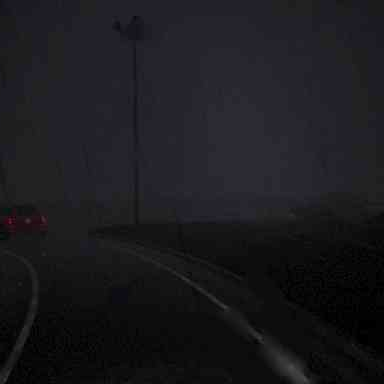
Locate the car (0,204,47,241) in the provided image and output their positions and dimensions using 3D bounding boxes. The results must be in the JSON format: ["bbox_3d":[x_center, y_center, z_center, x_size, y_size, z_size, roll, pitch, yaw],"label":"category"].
[{"bbox_3d":[-9.596,1.439,17.509,4.553,1.767,2.097,-1,0,39],"label":"car"}]

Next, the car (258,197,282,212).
[{"bbox_3d":[10.510,1.437,37.146,5.357,1.411,2.033,-1,0,-18],"label":"car"}]

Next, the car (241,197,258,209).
[{"bbox_3d":[8.912,1.395,43.976,4.902,1.511,2.128,-1,0,-18],"label":"car"}]

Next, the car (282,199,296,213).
[{"bbox_3d":[11.943,1.403,33.928,4.674,1.442,1.812,-1,0,-18],"label":"car"}]

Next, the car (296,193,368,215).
[{"bbox_3d":[12.865,1.089,30.552,5.566,2.045,2.150,-1,0,-18],"label":"car"}]
